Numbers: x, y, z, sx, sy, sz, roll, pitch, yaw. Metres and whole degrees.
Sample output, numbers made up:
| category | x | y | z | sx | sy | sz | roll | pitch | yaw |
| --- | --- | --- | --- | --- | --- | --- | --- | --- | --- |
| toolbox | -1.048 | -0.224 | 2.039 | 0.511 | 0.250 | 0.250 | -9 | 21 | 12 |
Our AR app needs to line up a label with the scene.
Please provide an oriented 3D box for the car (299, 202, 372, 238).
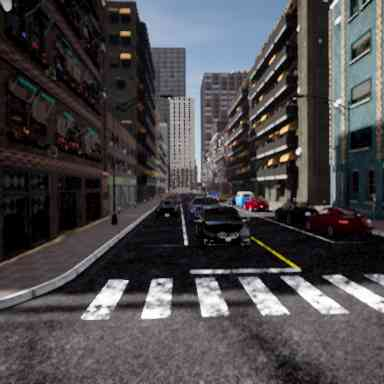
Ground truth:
| category | x | y | z | sx | sy | sz | roll | pitch | yaw |
| --- | --- | --- | --- | --- | --- | --- | --- | --- | --- |
| car | 6.873 | 1.352 | 15.868 | 1.802 | 1.307 | 4.206 | -1 | 1 | -2 |

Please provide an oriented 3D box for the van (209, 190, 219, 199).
| category | x | y | z | sx | sy | sz | roll | pitch | yaw |
| --- | --- | --- | --- | --- | --- | --- | --- | --- | --- |
| van | 4.741 | 0.585 | 71.057 | 1.690 | 1.788 | 3.998 | -1 | 1 | -2 |

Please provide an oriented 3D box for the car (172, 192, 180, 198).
| category | x | y | z | sx | sy | sz | roll | pitch | yaw |
| --- | --- | --- | --- | --- | --- | --- | --- | --- | --- |
| car | -4.266 | 0.742 | 87.306 | 1.947 | 1.339 | 4.313 | -1 | 1 | -2 |

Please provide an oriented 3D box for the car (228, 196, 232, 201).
| category | x | y | z | sx | sy | sz | roll | pitch | yaw |
| --- | --- | --- | --- | --- | --- | --- | --- | --- | --- |
| car | 5.809 | 1.068 | 43.463 | 1.947 | 1.339 | 4.313 | -1 | 1 | -2 |

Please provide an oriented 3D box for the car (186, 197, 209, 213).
| category | x | y | z | sx | sy | sz | roll | pitch | yaw |
| --- | --- | --- | --- | --- | --- | --- | --- | --- | --- |
| car | 0.437 | 1.226 | 32.767 | 1.994 | 1.385 | 4.181 | -1 | 1 | -2 |

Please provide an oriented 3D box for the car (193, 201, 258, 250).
| category | x | y | z | sx | sy | sz | roll | pitch | yaw |
| --- | --- | --- | --- | --- | --- | --- | --- | --- | --- |
| car | 1.160 | 1.352 | 13.775 | 1.837 | 1.490 | 4.892 | -1 | 1 | -2 |

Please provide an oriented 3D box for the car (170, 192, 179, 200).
| category | x | y | z | sx | sy | sz | roll | pitch | yaw |
| --- | --- | --- | --- | --- | --- | --- | --- | --- | --- |
| car | -3.623 | 0.855 | 70.579 | 1.752 | 1.417 | 4.829 | -1 | 1 | -2 |

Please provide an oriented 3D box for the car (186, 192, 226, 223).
| category | x | y | z | sx | sy | sz | roll | pitch | yaw |
| --- | --- | --- | --- | --- | --- | --- | --- | --- | --- |
| car | 0.818 | 1.110 | 22.796 | 2.097 | 1.767 | 4.553 | -1 | 1 | -2 |

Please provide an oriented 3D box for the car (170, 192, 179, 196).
| category | x | y | z | sx | sy | sz | roll | pitch | yaw |
| --- | --- | --- | --- | --- | --- | --- | --- | --- | --- |
| car | -2.566 | 1.132 | 43.154 | 1.887 | 1.381 | 4.507 | -1 | 1 | -2 |

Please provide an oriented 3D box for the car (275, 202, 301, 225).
| category | x | y | z | sx | sy | sz | roll | pitch | yaw |
| --- | --- | --- | --- | --- | --- | --- | --- | --- | --- |
| car | 6.660 | 1.281 | 21.387 | 1.947 | 1.339 | 4.313 | -1 | 1 | -2 |

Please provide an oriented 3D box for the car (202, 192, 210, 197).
| category | x | y | z | sx | sy | sz | roll | pitch | yaw |
| --- | --- | --- | --- | --- | --- | --- | --- | --- | --- |
| car | 3.895 | 0.592 | 93.134 | 2.008 | 1.369 | 4.403 | -1 | 1 | -2 |

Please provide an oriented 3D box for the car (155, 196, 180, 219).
| category | x | y | z | sx | sy | sz | roll | pitch | yaw |
| --- | --- | --- | --- | --- | --- | --- | --- | --- | --- |
| car | -1.928 | 1.313 | 26.596 | 1.947 | 1.339 | 4.313 | -1 | 1 | -2 |

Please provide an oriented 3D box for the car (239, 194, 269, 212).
| category | x | y | z | sx | sy | sz | roll | pitch | yaw |
| --- | --- | --- | --- | --- | --- | --- | --- | --- | --- |
| car | 6.234 | 1.153 | 32.424 | 1.887 | 1.381 | 4.507 | -1 | 1 | -2 |

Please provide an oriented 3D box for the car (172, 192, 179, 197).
| category | x | y | z | sx | sy | sz | roll | pitch | yaw |
| --- | --- | --- | --- | --- | --- | --- | --- | --- | --- |
| car | -4.479 | 0.671 | 92.826 | 1.887 | 1.381 | 4.507 | -1 | 1 | -2 |

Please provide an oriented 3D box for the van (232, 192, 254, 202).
| category | x | y | z | sx | sy | sz | roll | pitch | yaw |
| --- | --- | --- | --- | --- | --- | --- | --- | --- | --- |
| van | 6.018 | 0.896 | 37.941 | 1.690 | 1.788 | 3.998 | -1 | 1 | -2 |

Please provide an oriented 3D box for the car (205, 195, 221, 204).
| category | x | y | z | sx | sy | sz | roll | pitch | yaw |
| --- | --- | --- | --- | --- | --- | --- | --- | --- | --- |
| car | 2.999 | 1.073 | 49.308 | 1.895 | 1.301 | 4.718 | -1 | 1 | -2 |

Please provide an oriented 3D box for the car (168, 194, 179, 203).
| category | x | y | z | sx | sy | sz | roll | pitch | yaw |
| --- | --- | --- | --- | --- | --- | --- | --- | --- | --- |
| car | -2.991 | 1.065 | 54.192 | 1.802 | 1.307 | 4.206 | -1 | 1 | -2 |
